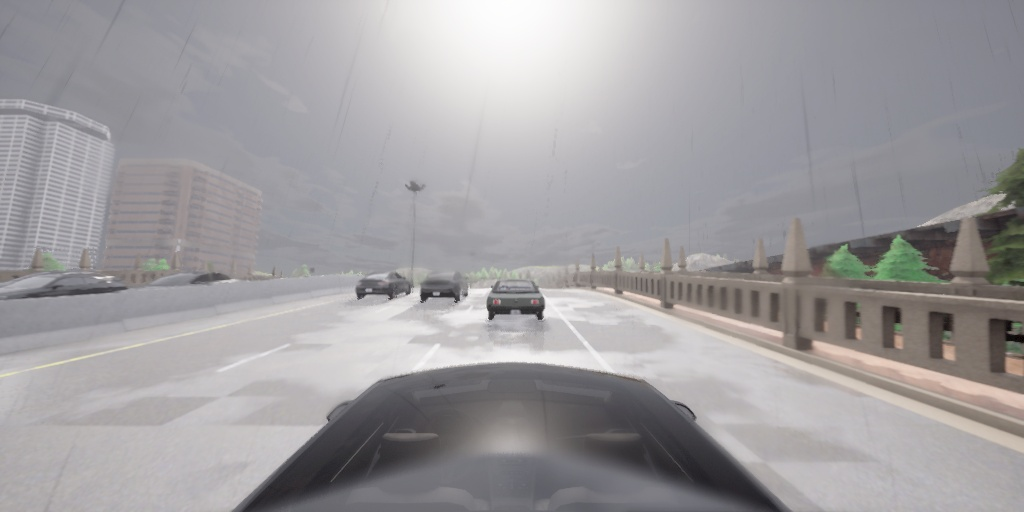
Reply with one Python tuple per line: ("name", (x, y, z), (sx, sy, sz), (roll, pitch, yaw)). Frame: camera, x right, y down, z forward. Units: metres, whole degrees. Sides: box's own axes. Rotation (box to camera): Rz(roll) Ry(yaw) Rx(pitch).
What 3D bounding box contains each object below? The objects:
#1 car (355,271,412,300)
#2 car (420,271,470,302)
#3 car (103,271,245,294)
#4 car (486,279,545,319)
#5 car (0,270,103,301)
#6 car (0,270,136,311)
("car", (-6.858, 1.542, 19.493), (1.812, 1.442, 4.674), (0, -2, 0))
("car", (-3.361, 1.495, 18.430), (1.837, 1.490, 4.892), (0, -1, 0))
("car", (-14.047, 1.436, 15.671), (1.837, 1.490, 4.892), (0, -1, 0))
("car", (0.126, 1.510, 13.491), (1.895, 1.301, 4.718), (0, -1, 0))
("car", (-17.559, 1.431, 13.713), (1.812, 1.442, 4.674), (0, -1, 0))
("car", (-21.040, 1.438, 16.574), (2.128, 1.511, 4.902), (0, -1, 0))
